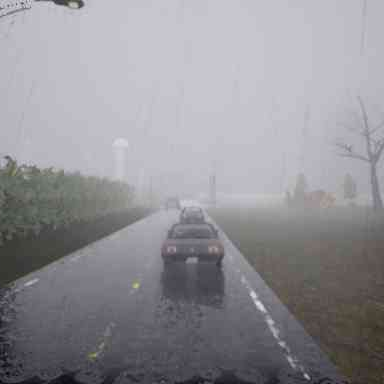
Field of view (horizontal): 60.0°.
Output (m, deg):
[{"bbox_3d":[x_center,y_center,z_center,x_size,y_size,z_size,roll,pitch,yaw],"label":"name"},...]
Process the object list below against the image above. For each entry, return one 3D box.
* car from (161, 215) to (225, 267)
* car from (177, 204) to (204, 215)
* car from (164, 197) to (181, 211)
[{"bbox_3d":[0.036,1.707,11.832,1.895,1.301,4.718,0,0,0],"label":"car"},{"bbox_3d":[0.032,1.846,26.832,1.895,1.301,4.718,0,-1,0],"label":"car"},{"bbox_3d":[-2.797,1.677,48.447,2.150,2.045,5.566,0,-1,1],"label":"car"}]
